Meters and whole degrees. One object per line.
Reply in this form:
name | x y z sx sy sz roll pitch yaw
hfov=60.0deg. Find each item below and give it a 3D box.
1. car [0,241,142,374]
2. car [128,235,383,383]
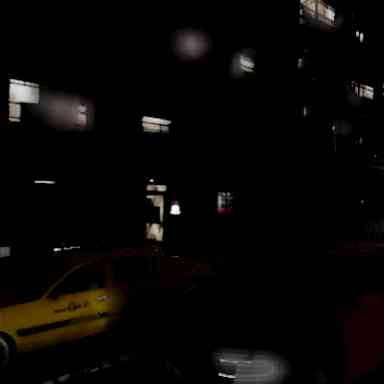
car | -1.742 1.515 5.302 4.829 1.417 1.752 -1 1 -35
car | 1.848 1.448 4.698 5.008 1.535 1.882 -1 0 -36
